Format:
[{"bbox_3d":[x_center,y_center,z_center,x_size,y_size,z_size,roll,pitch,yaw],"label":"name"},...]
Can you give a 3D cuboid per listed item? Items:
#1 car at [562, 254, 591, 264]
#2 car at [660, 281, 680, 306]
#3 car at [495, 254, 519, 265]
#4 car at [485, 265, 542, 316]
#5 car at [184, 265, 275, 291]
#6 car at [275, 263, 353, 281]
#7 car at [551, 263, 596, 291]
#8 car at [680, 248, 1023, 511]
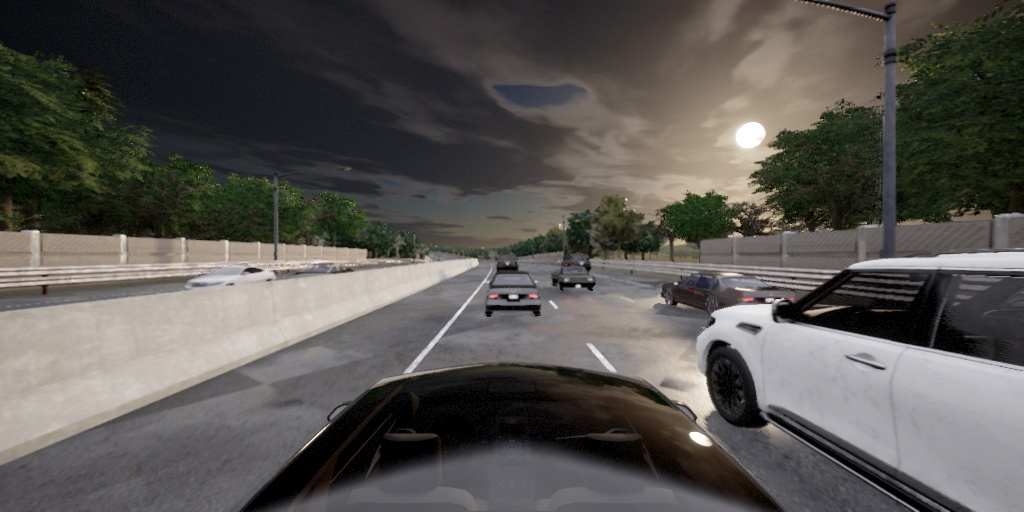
[{"bbox_3d":[6.499,0.820,36.626,2.150,2.045,5.566,0,0,-2],"label":"car"},{"bbox_3d":[7.021,1.243,12.289,2.033,1.411,5.357,0,0,-1],"label":"car"},{"bbox_3d":[-0.504,0.824,36.623,2.150,2.045,5.566,0,0,-2],"label":"car"},{"bbox_3d":[0.011,1.241,13.110,2.033,1.411,5.357,0,0,-1],"label":"car"},{"bbox_3d":[-14.271,1.200,18.573,1.812,1.442,4.674,0,0,-1],"label":"car"},{"bbox_3d":[-10.804,1.156,20.560,2.128,1.511,4.902,0,0,-1],"label":"car"},{"bbox_3d":[3.393,1.258,20.773,1.895,1.301,4.718,0,0,-1],"label":"car"},{"bbox_3d":[3.586,0.964,2.479,2.150,2.045,5.566,0,0,0],"label":"car"}]
